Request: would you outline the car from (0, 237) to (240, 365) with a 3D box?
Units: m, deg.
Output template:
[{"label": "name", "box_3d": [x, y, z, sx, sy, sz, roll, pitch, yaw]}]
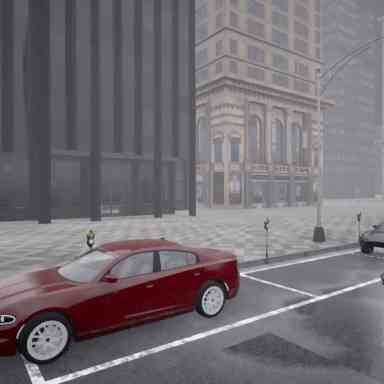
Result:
[{"label": "car", "box_3d": [-1.166, 1.544, 5.821, 4.507, 1.381, 1.887, 0, 0, -36]}]

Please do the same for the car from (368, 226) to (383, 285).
[{"label": "car", "box_3d": [6.709, 1.546, 8.048, 5.357, 1.411, 2.033, 0, 0, -36]}]

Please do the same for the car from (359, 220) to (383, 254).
[{"label": "car", "box_3d": [8.013, 1.564, 12.380, 4.313, 1.339, 1.947, 0, 0, -36]}]
